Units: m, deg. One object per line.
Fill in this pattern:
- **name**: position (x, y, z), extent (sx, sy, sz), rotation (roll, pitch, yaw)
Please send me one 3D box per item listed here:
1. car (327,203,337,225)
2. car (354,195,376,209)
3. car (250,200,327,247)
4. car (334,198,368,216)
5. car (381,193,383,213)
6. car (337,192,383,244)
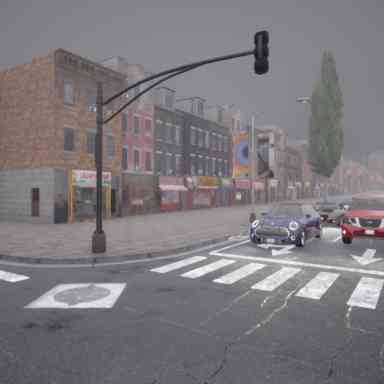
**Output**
- **car**: position (9.031, 1.434, 22.043), extent (1.994, 1.385, 4.181), rotation (0, 1, 34)
- **car**: position (21.016, 1.122, 40.218), extent (1.837, 1.490, 4.892), rotation (0, 1, 34)
- **car**: position (4.305, 1.298, 14.856), extent (2.097, 1.767, 4.553), rotation (0, 0, 33)
- **car**: position (14.730, 1.300, 30.661), extent (2.033, 1.411, 5.357), rotation (0, 1, 34)
- **car**: position (19.641, 1.058, 32.186), extent (2.097, 1.767, 4.553), rotation (0, 1, 34)
- **car**: position (8.265, 1.151, 14.979), extent (2.150, 2.045, 5.566), rotation (0, 0, 33)
